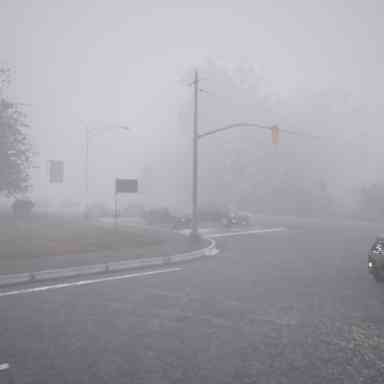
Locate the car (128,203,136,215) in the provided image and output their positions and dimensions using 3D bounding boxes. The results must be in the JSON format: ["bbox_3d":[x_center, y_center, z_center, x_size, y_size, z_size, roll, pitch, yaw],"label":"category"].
[{"bbox_3d":[-5.067,1.783,33.634,1.895,1.301,4.718,1,0,-39],"label":"car"}]

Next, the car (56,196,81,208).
[{"bbox_3d":[-18.550,1.644,50.552,1.882,1.535,5.008,1,-1,-38],"label":"car"}]

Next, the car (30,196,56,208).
[{"bbox_3d":[-22.299,1.650,49.659,1.812,1.442,4.674,1,-1,-38],"label":"car"}]

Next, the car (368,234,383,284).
[{"bbox_3d":[6.949,1.355,8.834,5.566,2.045,2.150,1,0,-36],"label":"car"}]

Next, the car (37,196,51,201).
[{"bbox_3d":[-38.750,1.706,86.960,2.033,1.411,5.357,1,0,-39],"label":"car"}]

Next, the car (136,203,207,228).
[{"bbox_3d":[-1.609,1.695,23.731,2.033,1.411,5.357,1,0,-39],"label":"car"}]

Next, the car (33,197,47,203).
[{"bbox_3d":[-35.240,1.779,76.990,1.895,1.301,4.718,1,-1,-39],"label":"car"}]

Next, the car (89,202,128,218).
[{"bbox_3d":[-8.412,1.666,32.213,1.812,1.442,4.674,1,0,-39],"label":"car"}]

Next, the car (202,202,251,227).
[{"bbox_3d":[2.187,1.543,24.598,2.097,1.767,4.553,1,-1,-39],"label":"car"}]
